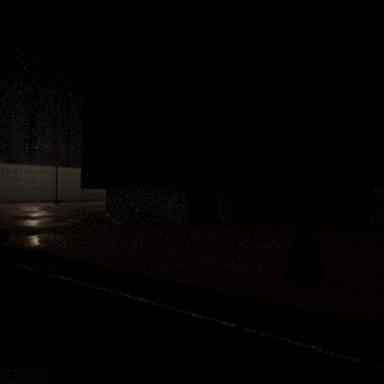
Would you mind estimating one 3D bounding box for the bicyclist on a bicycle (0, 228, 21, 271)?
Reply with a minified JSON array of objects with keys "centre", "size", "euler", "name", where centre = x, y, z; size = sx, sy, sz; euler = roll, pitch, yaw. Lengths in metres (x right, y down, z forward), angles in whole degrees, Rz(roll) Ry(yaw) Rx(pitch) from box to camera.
[{"centre":[-5.475,1.438,8.994],"size":[0.582,1.620,1.656],"euler":[0,1,37],"name":"bicyclist on a bicycle"}]
